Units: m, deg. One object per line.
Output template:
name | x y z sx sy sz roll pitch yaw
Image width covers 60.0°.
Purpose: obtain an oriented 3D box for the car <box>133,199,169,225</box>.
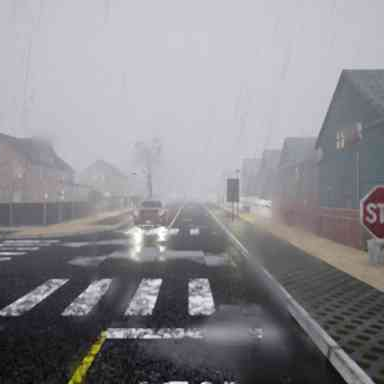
car | -2.801 1.332 23.584 2.097 1.767 4.553 0 0 0
